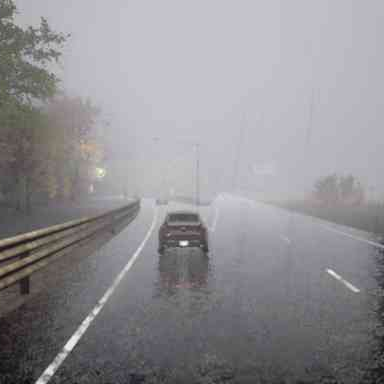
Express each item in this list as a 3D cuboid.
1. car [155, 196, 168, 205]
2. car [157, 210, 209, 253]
[{"bbox_3d":[-5.186,1.448,56.143,2.128,1.511,4.902,0,0,-10],"label":"car"},{"bbox_3d":[-0.380,1.497,13.747,1.837,1.490,4.892,0,0,-3],"label":"car"}]
